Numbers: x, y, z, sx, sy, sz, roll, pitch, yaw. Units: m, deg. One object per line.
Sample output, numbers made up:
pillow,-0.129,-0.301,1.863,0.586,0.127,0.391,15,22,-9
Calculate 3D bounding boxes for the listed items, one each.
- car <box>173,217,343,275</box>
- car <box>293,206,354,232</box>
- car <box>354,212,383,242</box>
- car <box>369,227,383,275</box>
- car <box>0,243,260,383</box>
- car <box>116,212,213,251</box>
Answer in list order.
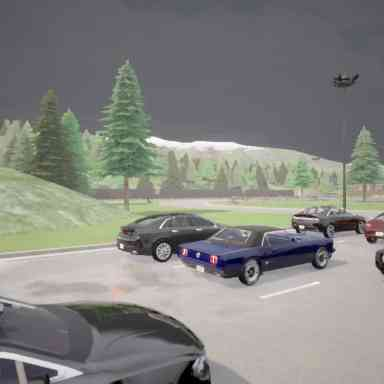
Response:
car,2.022,1.601,9.478,4.718,1.301,1.895,0,0,-35
car,7.299,1.491,17.530,4.902,1.511,2.128,0,0,-35
car,9.442,1.526,14.759,4.674,1.442,1.812,0,0,-35
car,6.766,1.601,8.559,4.718,1.301,1.895,0,0,-35
car,-2.046,1.492,2.285,4.902,1.511,2.128,0,0,-35
car,-0.290,1.505,12.129,4.892,1.490,1.837,0,0,-35
